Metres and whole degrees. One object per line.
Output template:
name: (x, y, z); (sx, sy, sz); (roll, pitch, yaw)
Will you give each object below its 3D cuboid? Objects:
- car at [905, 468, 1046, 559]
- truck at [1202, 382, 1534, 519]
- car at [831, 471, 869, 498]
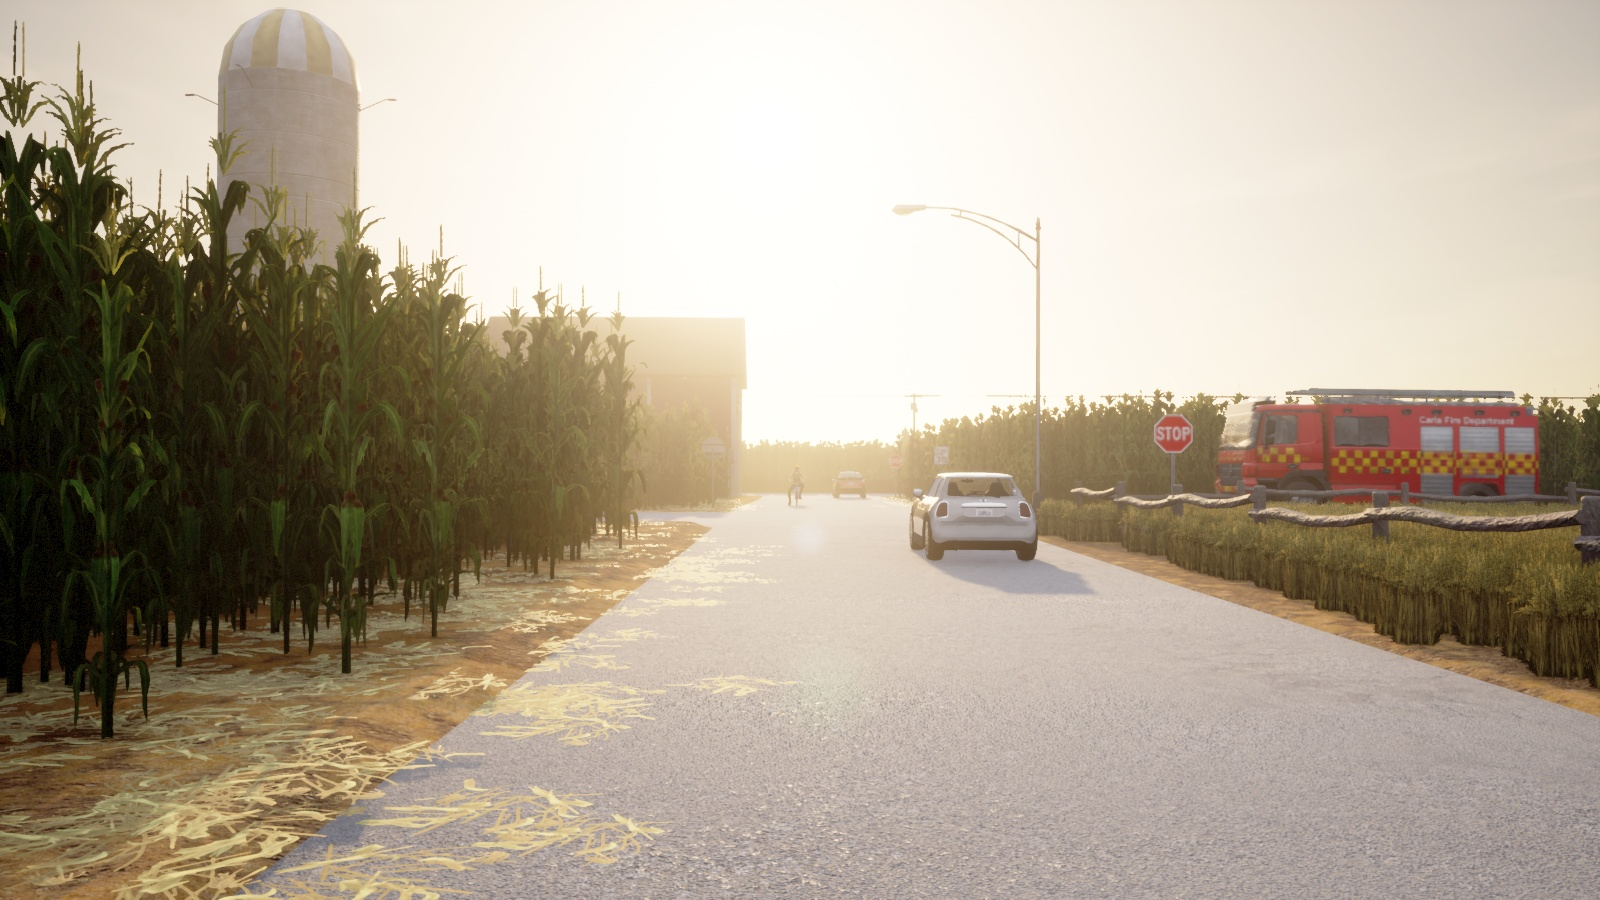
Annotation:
car: (3.041, 1.071, 22.544); (1.970, 1.475, 3.806); (0, -1, 0)
truck: (16.518, 0.036, 36.937); (8.468, 3.827, 2.891); (0, -1, 0)
car: (2.909, 1.985, 73.811); (2.007, 1.525, 4.514); (0, -1, 0)
